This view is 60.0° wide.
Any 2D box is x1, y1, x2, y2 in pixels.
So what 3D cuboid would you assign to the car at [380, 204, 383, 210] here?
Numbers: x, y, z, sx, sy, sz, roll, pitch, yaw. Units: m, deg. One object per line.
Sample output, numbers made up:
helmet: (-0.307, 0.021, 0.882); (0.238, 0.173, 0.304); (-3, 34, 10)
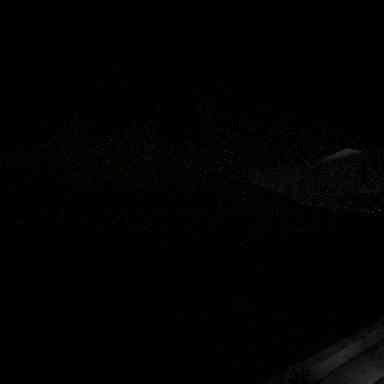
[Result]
car: (20.520, 1.404, 32.428); (2.033, 1.411, 5.357); (0, 0, 4)
